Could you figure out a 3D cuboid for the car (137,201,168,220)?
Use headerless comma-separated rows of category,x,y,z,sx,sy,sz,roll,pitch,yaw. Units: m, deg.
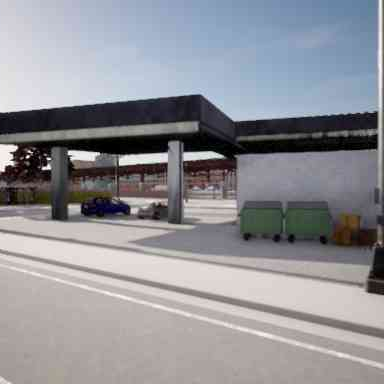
car,-2.592,1.447,27.136,1.970,1.475,3.806,0,0,37

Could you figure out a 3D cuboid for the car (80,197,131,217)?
car,-7.667,1.284,29.934,2.242,1.667,4.611,0,0,37
